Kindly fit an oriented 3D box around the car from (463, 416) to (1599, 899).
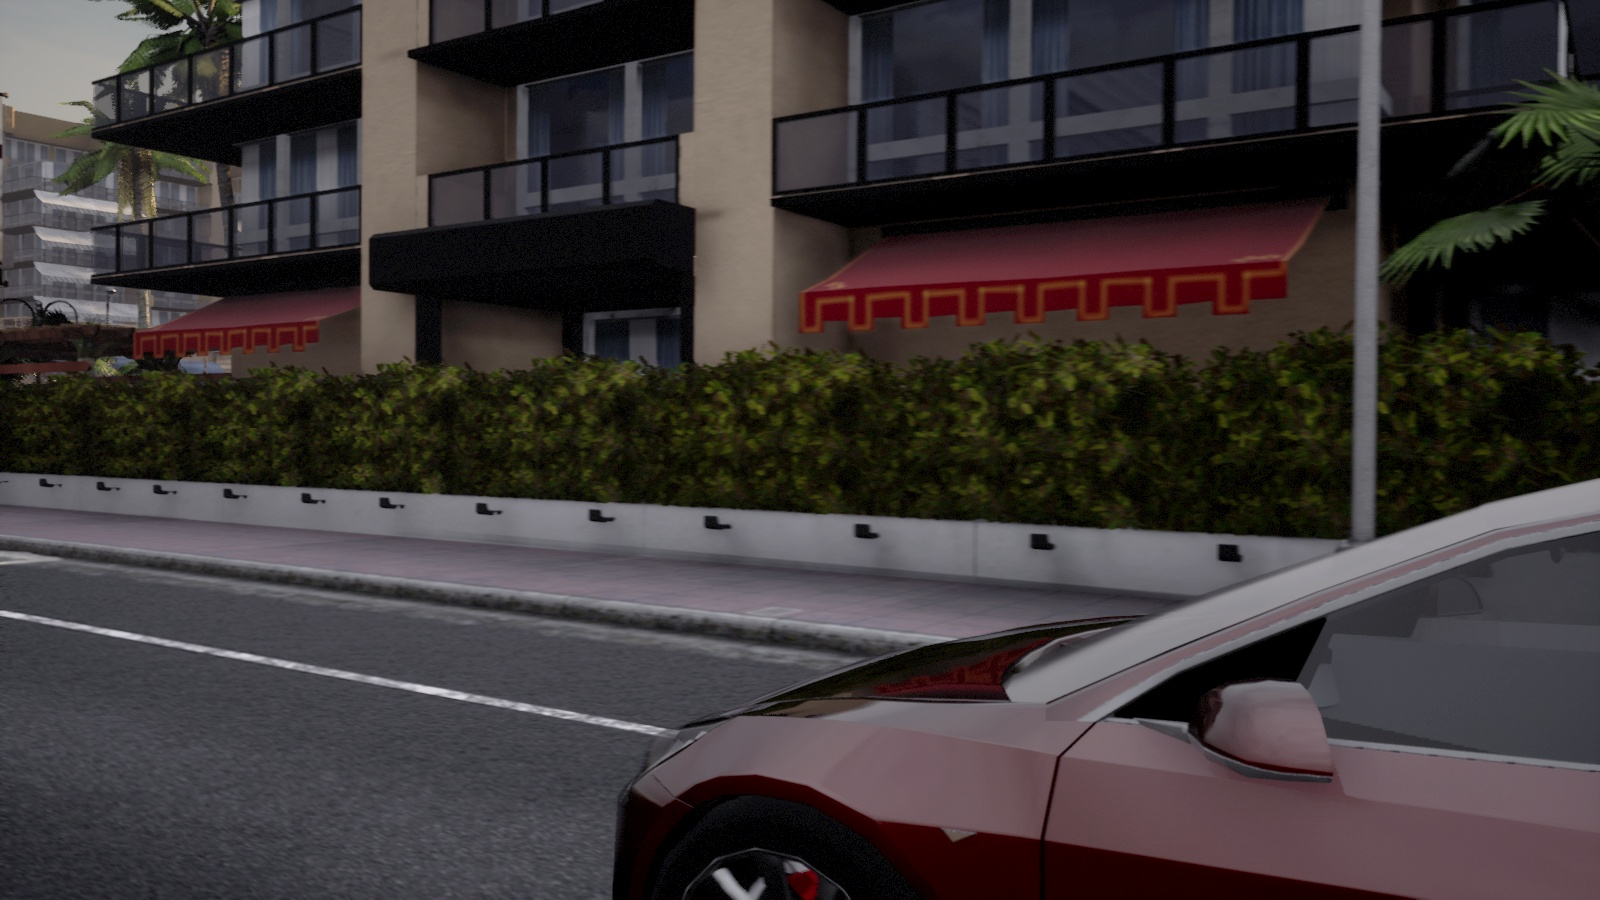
[{"bbox_3d":[1.846,0.682,2.397,4.792,1.488,2.163,0,1,34],"label":"car"}]
